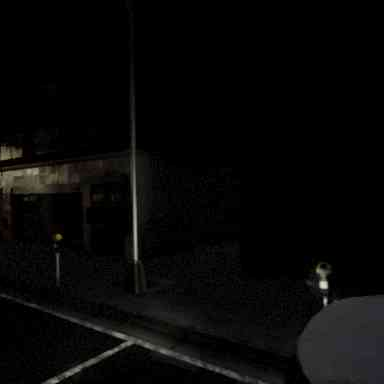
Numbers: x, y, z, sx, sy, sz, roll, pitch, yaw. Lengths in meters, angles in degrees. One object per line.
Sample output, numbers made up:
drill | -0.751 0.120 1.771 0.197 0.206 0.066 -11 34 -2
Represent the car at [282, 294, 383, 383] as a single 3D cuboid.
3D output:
car | 3.085 1.200 1.189 5.566 2.045 2.150 -1 0 35
